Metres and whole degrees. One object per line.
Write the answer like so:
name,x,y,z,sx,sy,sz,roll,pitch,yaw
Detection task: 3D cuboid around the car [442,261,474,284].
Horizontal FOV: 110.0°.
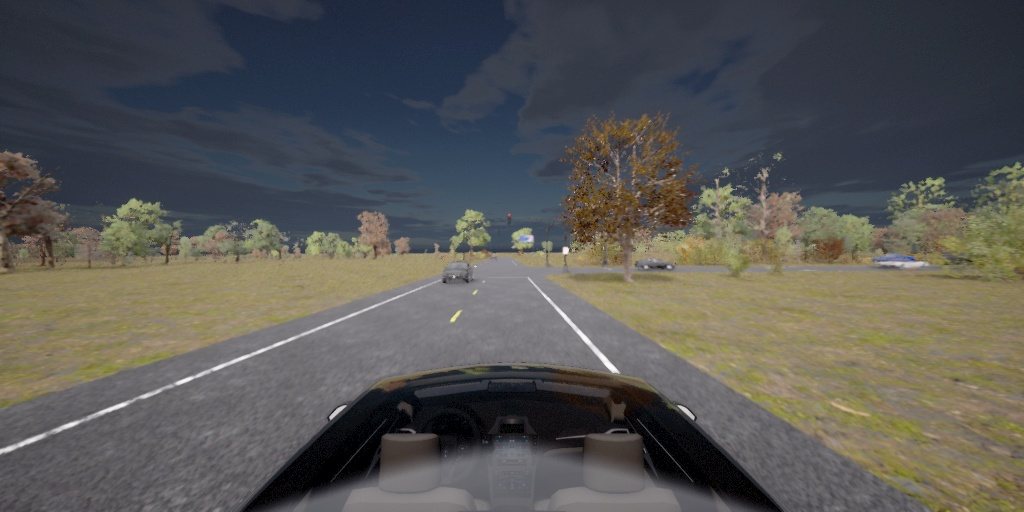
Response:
car,-3.852,1.153,26.063,1.837,1.490,4.892,0,0,0

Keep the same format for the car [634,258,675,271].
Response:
car,17.704,1.011,44.537,4.902,1.511,2.128,0,1,-1
